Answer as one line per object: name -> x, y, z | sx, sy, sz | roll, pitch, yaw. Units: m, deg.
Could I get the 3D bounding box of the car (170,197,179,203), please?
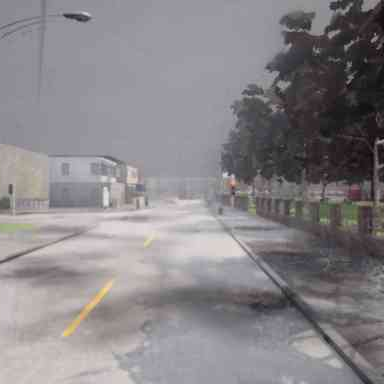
car -> -3.981, 1.805, 77.010 | 1.812, 1.442, 4.674 | 0, 0, 0

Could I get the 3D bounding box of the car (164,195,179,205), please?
car -> -3.999, 1.409, 61.616 | 2.097, 1.767, 4.553 | 0, 0, 0
